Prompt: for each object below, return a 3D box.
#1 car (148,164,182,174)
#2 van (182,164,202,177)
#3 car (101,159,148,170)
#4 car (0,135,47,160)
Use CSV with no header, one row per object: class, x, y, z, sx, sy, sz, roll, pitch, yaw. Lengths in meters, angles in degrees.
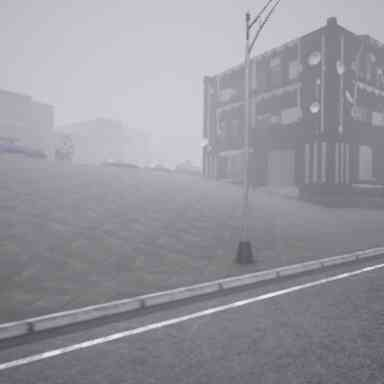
car,-3.747,-2.510,39.160,2.002,1.452,4.674,0,-2,40
van,-0.161,-2.546,43.562,1.878,1.987,4.442,0,-2,39
car,-7.307,-2.712,34.916,2.002,1.452,4.674,0,-2,41
car,-14.636,-3.341,26.671,2.435,2.045,5.566,0,-1,44
